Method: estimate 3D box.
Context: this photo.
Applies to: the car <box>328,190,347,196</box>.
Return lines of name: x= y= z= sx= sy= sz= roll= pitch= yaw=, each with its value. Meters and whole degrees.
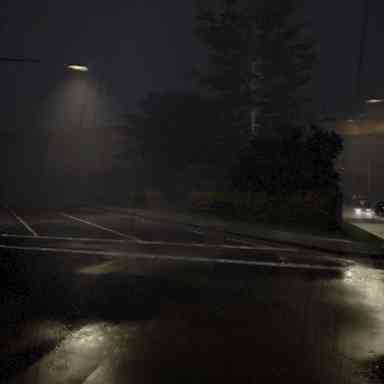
car: x=31.935 y=0.276 z=73.054 sx=1.853 sy=1.218 sz=4.536 roll=0 pitch=1 yaw=-6

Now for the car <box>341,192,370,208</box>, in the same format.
car: x=18.938 y=0.955 z=38.103 sx=2.128 sy=1.511 sz=4.902 roll=0 pitch=1 yaw=15

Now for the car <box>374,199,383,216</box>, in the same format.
car: x=15.952 y=1.187 z=26.338 sx=1.994 sy=1.385 sz=4.181 roll=0 pitch=1 yaw=15

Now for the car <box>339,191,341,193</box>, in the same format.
car: x=31.941 y=0.435 z=73.004 sx=2.038 sy=1.542 sz=4.974 roll=0 pitch=1 yaw=-6
